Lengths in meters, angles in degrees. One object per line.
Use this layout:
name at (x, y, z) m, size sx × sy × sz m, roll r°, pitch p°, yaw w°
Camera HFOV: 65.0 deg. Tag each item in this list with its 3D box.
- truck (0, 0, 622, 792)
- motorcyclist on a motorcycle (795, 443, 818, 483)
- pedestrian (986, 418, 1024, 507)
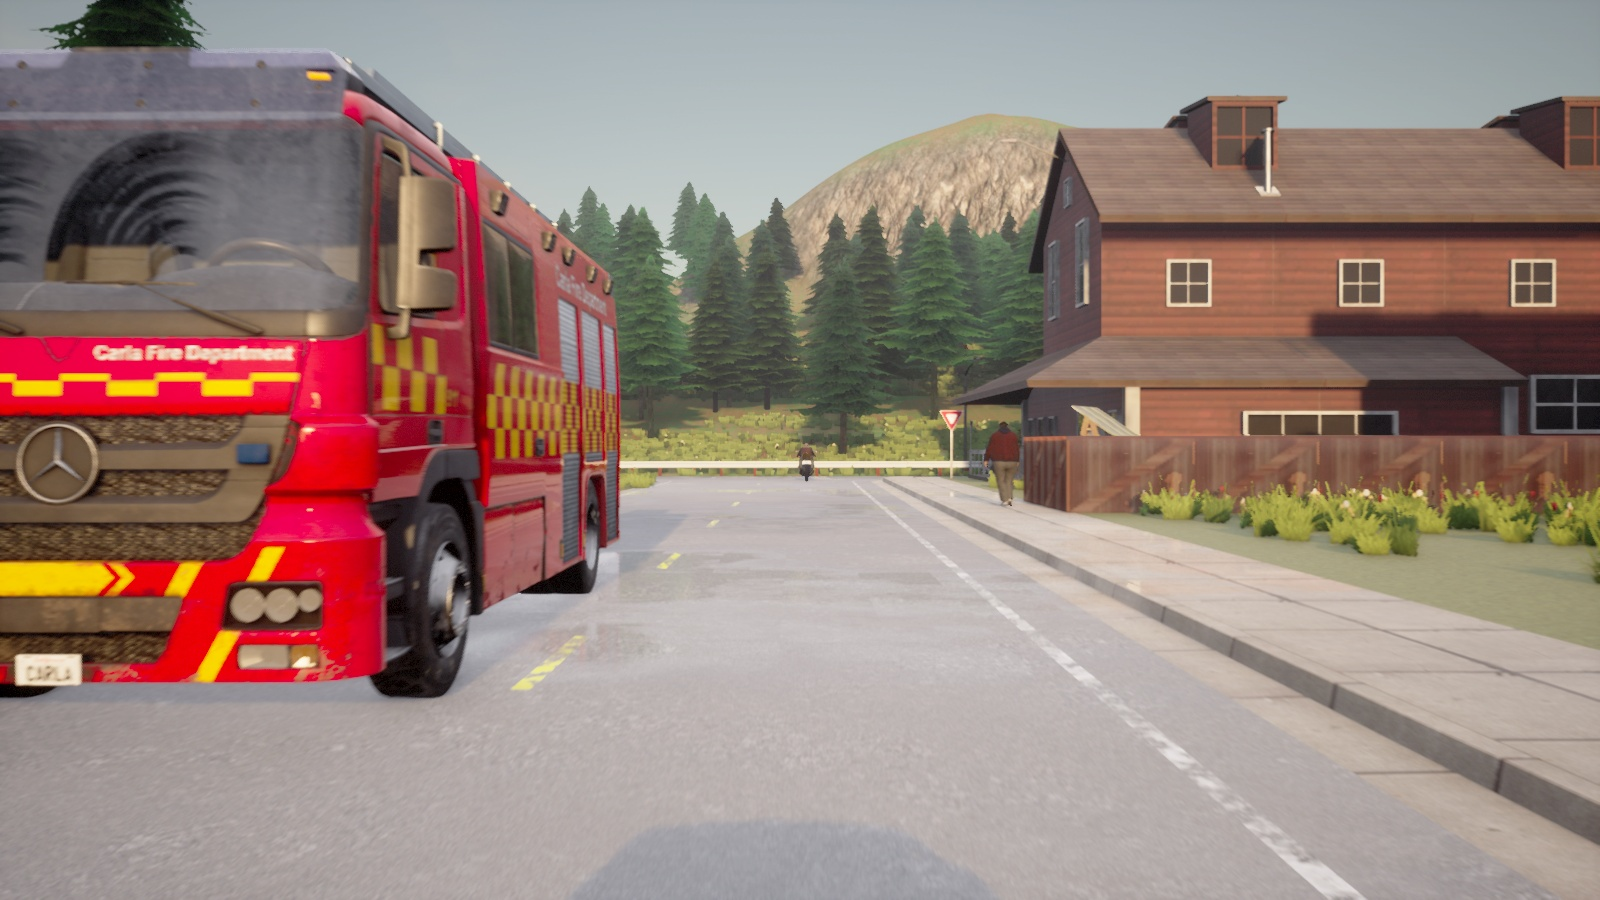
truck at (-3.433, -0.476, 9.632) m, size 2.891 × 3.827 × 8.468 m, roll 0°, pitch 0°, yaw 0°
motorcyclist on a motorcycle at (0.253, 0.505, 49.687) m, size 0.866 × 1.530 × 2.191 m, roll 0°, pitch 0°, yaw -1°
pedestrian at (4.286, 0.257, 26.264) m, size 0.634 × 1.844 × 0.899 m, roll 0°, pitch 0°, yaw 0°
